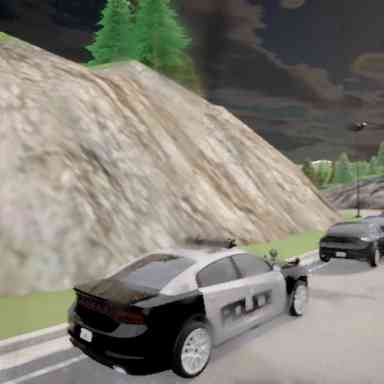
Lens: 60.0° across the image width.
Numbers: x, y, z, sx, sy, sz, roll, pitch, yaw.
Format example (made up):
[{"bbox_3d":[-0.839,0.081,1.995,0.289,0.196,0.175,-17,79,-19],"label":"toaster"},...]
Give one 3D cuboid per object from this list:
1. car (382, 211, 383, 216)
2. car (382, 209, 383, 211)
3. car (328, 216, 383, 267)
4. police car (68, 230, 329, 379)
[{"bbox_3d":[9.890,1.963,17.356,1.882,1.535,5.008,-2,-2,37],"label":"car"},{"bbox_3d":[25.572,2.505,42.375,2.097,1.767,4.553,-2,-2,24],"label":"car"},{"bbox_3d":[6.479,1.881,12.964,1.837,1.490,4.892,-2,-2,39],"label":"car"},{"bbox_3d":[0.444,1.636,6.081,1.930,1.638,5.238,-2,-3,43],"label":"police car"}]
